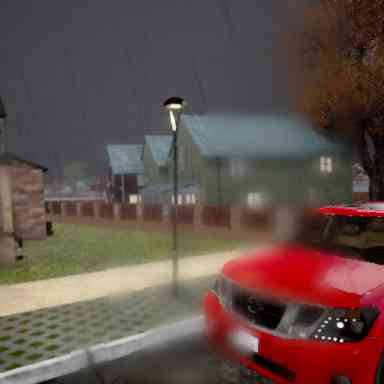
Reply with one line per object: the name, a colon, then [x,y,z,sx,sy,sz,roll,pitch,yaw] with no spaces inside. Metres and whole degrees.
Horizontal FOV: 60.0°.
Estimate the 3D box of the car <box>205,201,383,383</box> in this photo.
car: [2.827,1.190,5.088,5.566,2.045,2.150,0,0,-35]
